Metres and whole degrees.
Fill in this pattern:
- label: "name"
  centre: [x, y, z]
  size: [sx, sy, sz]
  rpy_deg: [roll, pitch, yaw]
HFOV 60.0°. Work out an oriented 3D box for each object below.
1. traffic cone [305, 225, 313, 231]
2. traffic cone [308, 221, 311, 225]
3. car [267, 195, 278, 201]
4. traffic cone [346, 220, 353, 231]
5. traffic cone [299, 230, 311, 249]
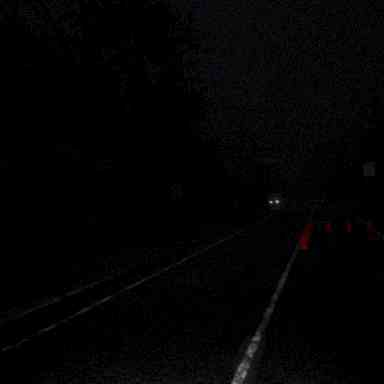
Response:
- label: "traffic cone"
  centre: [5.058, 1.881, 14.729]
  size: [0.340, 0.580, 0.340]
  rpy_deg: [-2, 0, 22]
- label: "traffic cone"
  centre: [5.791, 1.868, 16.590]
  size: [0.340, 0.580, 0.340]
  rpy_deg: [-2, 0, 22]
- label: "car"
  centre: [19.788, 1.551, 82.155]
  size: [1.812, 1.442, 4.674]
  rpy_deg: [-4, -1, 1]
- label: "traffic cone"
  centre: [8.372, 1.788, 17.714]
  size: [0.340, 0.580, 0.340]
  rpy_deg: [-2, 0, 22]
- label: "traffic cone"
  centre: [4.326, 1.894, 12.868]
  size: [0.340, 0.580, 0.340]
  rpy_deg: [-2, 0, 22]
